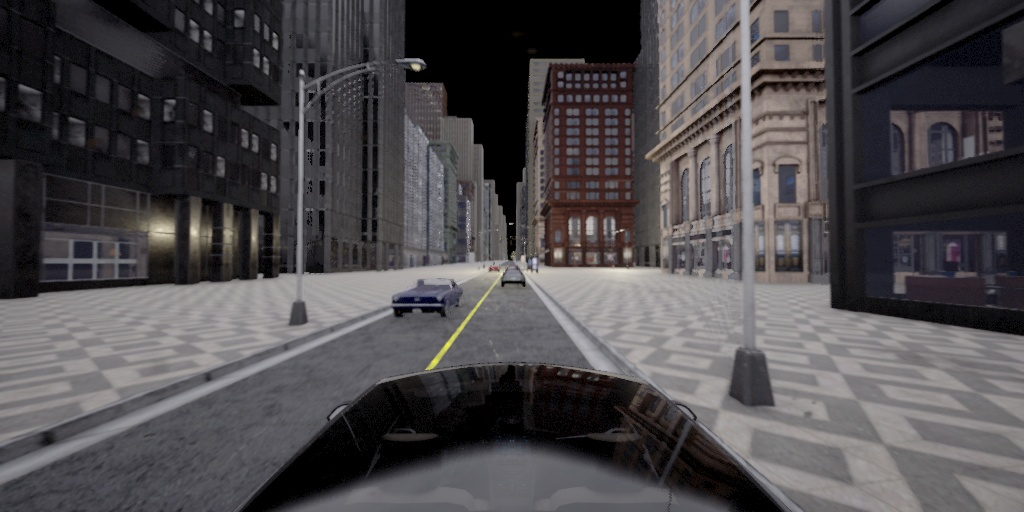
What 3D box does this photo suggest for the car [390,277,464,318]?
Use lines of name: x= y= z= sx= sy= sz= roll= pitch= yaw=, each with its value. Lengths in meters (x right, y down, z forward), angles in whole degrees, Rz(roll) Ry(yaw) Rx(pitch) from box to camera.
car: x=-3.100 y=1.515 z=13.927 sx=1.895 sy=1.301 sz=4.718 roll=0 pitch=-1 yaw=0

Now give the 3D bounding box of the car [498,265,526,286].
car: x=0.102 y=1.677 z=28.990 sx=1.994 sy=1.385 sz=4.181 roll=0 pitch=-1 yaw=0

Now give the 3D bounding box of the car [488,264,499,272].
car: x=-3.002 y=2.095 z=61.081 sx=1.895 sy=1.301 sz=4.718 roll=0 pitch=-1 yaw=0
